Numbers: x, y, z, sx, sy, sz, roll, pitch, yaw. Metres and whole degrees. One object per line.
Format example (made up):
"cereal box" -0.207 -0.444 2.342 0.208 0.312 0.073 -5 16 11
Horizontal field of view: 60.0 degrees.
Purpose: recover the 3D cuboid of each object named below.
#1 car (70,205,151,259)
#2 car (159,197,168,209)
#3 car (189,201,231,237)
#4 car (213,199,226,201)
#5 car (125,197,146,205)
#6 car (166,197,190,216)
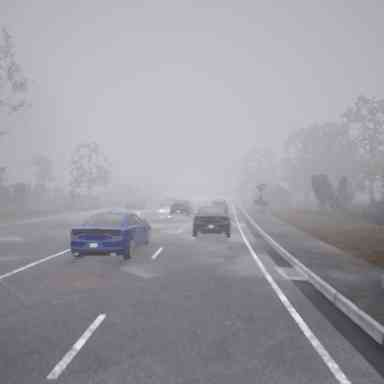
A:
"car" -2.837 1.466 12.569 1.882 1.535 5.008 0 0 4
"car" -3.226 1.467 45.696 2.128 1.511 4.902 0 0 7
"car" 1.115 1.477 18.140 1.882 1.535 5.008 0 0 5
"car" 2.956 1.490 36.182 2.128 1.511 4.902 0 0 6
"car" -7.128 1.467 42.288 1.837 1.490 4.892 0 0 6
"car" -0.974 1.492 32.392 1.837 1.490 4.892 0 0 6
